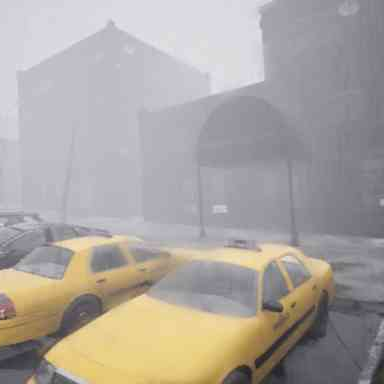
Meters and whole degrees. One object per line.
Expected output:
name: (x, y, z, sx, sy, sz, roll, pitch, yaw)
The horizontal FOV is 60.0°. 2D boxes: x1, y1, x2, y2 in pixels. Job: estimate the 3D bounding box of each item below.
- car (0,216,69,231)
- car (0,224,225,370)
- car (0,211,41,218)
car: (-4.203, 1.543, 8.329, 2.231, 1.521, 4.892, -1, 0, 36)
car: (-1.606, 1.517, 6.694, 1.946, 1.575, 5.366, -1, 0, 36)
car: (-6.477, 1.437, 9.985, 2.185, 1.767, 4.553, -1, 0, 36)
